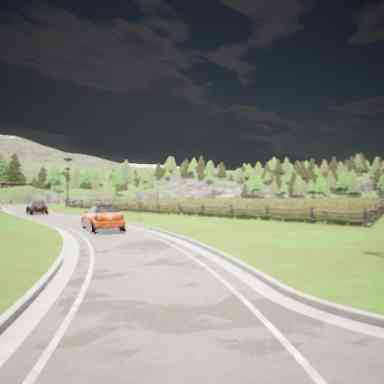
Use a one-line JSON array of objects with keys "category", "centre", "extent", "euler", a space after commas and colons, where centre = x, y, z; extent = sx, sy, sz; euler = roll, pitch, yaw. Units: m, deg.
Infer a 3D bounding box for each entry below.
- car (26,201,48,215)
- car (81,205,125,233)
[{"category": "car", "centre": [-20.203, 1.970, 43.271], "extent": [2.097, 1.767, 4.553], "euler": [0, -1, -33]}, {"category": "car", "centre": [-5.976, 1.633, 22.073], "extent": [2.097, 1.767, 4.553], "euler": [0, -1, -27]}]
